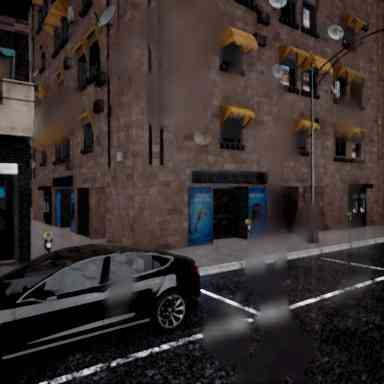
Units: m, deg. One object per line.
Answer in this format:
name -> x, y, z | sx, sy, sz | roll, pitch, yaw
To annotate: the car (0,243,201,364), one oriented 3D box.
car -> -1.837, 1.565, 5.255 | 4.313, 1.339, 1.947 | 0, 0, -36
